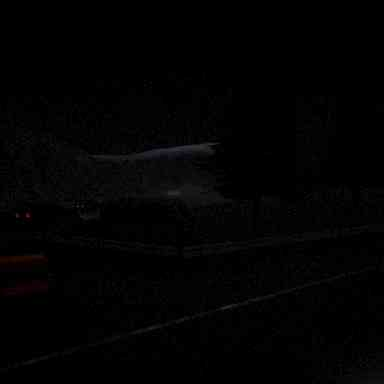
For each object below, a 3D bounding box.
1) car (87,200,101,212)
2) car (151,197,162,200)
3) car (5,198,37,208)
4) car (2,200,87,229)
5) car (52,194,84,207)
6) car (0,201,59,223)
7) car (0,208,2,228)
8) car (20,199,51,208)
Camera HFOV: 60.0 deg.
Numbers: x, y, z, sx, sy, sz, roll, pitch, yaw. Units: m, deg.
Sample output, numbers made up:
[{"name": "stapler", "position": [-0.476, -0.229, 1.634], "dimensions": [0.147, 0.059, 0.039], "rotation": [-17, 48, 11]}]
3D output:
[{"name": "car", "position": [-12.363, 1.711, 41.002], "dimensions": [2.033, 1.411, 5.357], "rotation": [0, 0, 21]}, {"name": "car", "position": [-4.270, 1.462, 42.842], "dimensions": [2.097, 1.767, 4.553], "rotation": [-1, 0, 20]}, {"name": "car", "position": [-29.100, 1.810, 56.905], "dimensions": [1.837, 1.490, 4.892], "rotation": [0, 1, 20]}, {"name": "car", "position": [-9.505, 1.461, 21.852], "dimensions": [2.097, 1.767, 4.553], "rotation": [-1, 0, 26]}, {"name": "car", "position": [-21.431, 1.478, 57.756], "dimensions": [2.150, 2.045, 5.566], "rotation": [0, 0, 19]}, {"name": "car", "position": [-14.062, 1.631, 28.454], "dimensions": [1.882, 1.535, 5.008], "rotation": [0, 0, 25]}, {"name": "car", "position": [-13.877, 1.616, 20.906], "dimensions": [1.882, 1.535, 5.008], "rotation": [0, 0, 26]}, {"name": "car", "position": [-25.952, 1.886, 55.316], "dimensions": [1.895, 1.301, 4.718], "rotation": [0, 0, 20]}]
